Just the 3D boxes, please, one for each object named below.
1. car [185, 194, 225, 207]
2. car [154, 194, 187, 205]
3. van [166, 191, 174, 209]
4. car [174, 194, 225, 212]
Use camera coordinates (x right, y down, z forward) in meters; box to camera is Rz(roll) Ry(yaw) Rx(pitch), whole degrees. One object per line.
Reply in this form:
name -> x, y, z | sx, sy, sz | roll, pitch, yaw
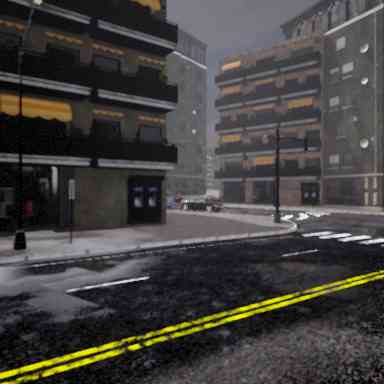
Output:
car -> 1.580, 1.013, 40.231 | 4.403, 1.369, 2.008 | 1, 0, 37
car -> -2.826, 0.934, 43.566 | 4.206, 1.307, 1.802 | 1, 0, 37
van -> -3.499, 0.796, 33.571 | 3.998, 1.788, 1.690 | 1, 0, 37
car -> 0.900, 1.117, 30.235 | 4.403, 1.369, 2.008 | 1, 0, 37
